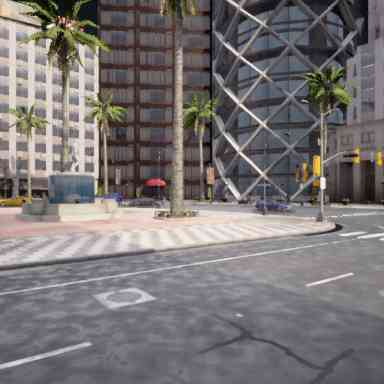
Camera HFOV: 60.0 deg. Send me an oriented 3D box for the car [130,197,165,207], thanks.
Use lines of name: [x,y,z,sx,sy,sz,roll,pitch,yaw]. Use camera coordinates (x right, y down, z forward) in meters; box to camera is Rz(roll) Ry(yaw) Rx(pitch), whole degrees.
car: [-6.841,1.547,50.928,5.357,1.411,2.033,0,0,15]

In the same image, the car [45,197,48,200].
car: [-25.587,1.601,58.827,4.718,1.301,1.895,0,0,-10]

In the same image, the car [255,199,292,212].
car: [9.625,1.525,39.480,1.812,1.442,4.674,0,0,-39]

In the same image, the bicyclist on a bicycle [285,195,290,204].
bicyclist on a bicycle: [15.718,1.300,54.602,0.582,1.620,1.656,0,0,42]

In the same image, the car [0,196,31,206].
car: [-28.766,1.478,54.459,5.008,1.535,1.882,0,0,-14]

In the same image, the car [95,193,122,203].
car: [-15.297,1.221,59.402,5.566,2.045,2.150,0,0,3]
